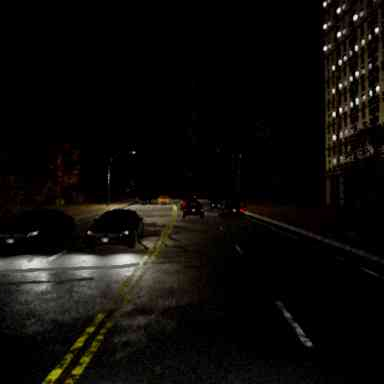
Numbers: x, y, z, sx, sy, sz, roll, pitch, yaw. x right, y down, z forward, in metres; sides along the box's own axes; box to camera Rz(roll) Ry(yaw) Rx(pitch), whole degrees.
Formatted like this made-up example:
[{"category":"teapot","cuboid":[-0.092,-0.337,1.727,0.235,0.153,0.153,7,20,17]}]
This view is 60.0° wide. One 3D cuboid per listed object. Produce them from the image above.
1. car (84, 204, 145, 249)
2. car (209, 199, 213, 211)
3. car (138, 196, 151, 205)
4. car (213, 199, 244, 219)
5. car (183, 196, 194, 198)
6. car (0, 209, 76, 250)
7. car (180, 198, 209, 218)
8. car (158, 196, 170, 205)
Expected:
[{"category":"car","cuboid":[-3.170,1.487,14.493,1.812,1.442,4.674,0,0,0]},{"category":"car","cuboid":[2.922,1.544,40.516,2.033,1.411,5.357,1,0,-3]},{"category":"car","cuboid":[-8.033,1.394,56.438,1.837,1.490,4.892,1,0,-4]},{"category":"car","cuboid":[3.344,1.546,29.340,2.033,1.411,5.357,0,0,-2]},{"category":"car","cuboid":[-0.426,1.317,41.684,2.097,1.767,4.553,1,0,-3]},{"category":"car","cuboid":[-6.422,1.466,14.109,1.812,1.442,4.674,0,0,0]},{"category":"car","cuboid":[0.064,1.520,29.650,2.033,1.411,5.357,0,0,-1]},{"category":"car","cuboid":[-4.798,1.402,56.767,1.882,1.535,5.008,1,0,-4]}]
